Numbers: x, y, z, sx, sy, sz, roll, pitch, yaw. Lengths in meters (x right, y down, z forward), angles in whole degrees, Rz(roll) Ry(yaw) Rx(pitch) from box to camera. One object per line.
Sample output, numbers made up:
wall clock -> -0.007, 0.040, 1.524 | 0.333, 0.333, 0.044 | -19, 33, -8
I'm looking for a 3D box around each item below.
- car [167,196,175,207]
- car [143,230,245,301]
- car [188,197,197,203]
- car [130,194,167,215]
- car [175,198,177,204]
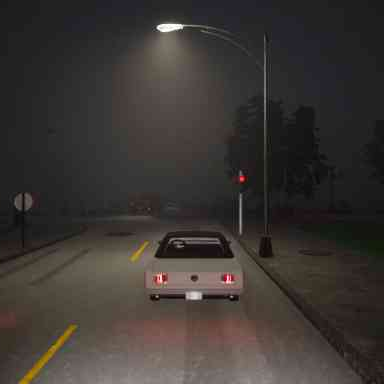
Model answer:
car -> -4.070, 1.499, 50.139 | 1.837, 1.490, 4.892 | 0, 2, 0
car -> 0.061, 1.601, 8.278 | 1.895, 1.301, 4.718 | 0, 0, 0
car -> 0.035, 1.601, 69.468 | 1.895, 1.301, 4.718 | 0, 0, 0
car -> -4.637, 1.222, 35.073 | 2.150, 2.045, 5.566 | 0, 0, 10
car -> -4.000, 1.547, 65.526 | 2.033, 1.411, 5.357 | 0, 0, 1
